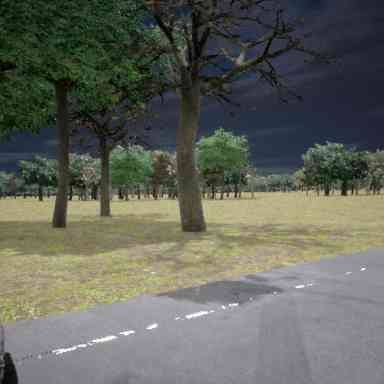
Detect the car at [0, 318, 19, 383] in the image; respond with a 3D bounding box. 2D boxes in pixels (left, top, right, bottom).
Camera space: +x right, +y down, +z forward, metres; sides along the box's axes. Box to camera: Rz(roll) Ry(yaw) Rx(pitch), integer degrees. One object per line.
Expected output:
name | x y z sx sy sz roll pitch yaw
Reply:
car | -3.572 1.478 1.435 5.008 1.535 1.882 0 0 -36
